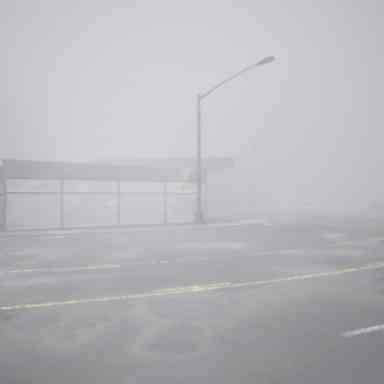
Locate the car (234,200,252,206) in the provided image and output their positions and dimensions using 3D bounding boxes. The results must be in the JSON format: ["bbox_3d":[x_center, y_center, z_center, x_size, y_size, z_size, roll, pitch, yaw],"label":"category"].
[{"bbox_3d":[13.877,2.999,90.556,4.674,1.442,1.812,0,-1,7],"label":"car"}]

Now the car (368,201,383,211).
[{"bbox_3d":[30.781,2.266,54.971,2.128,1.511,4.902,0,-1,8],"label":"car"}]

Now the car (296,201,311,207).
[{"bbox_3d":[26.791,2.757,78.852,1.994,1.385,4.181,0,-1,8],"label":"car"}]
